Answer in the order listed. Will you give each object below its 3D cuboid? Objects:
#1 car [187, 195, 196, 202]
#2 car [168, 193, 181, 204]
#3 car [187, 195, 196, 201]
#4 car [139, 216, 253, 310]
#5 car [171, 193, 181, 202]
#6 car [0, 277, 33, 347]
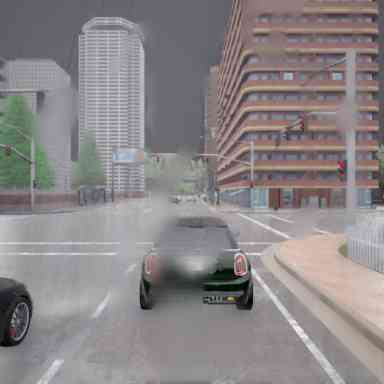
[{"bbox_3d":[-0.168,1.519,76.386,1.812,1.442,4.674,0,0,0],"label":"car"},{"bbox_3d":[-3.540,1.492,63.567,2.128,1.511,4.902,0,0,0],"label":"car"},{"bbox_3d":[-0.188,1.507,85.386,2.128,1.511,4.902,0,0,0],"label":"car"},{"bbox_3d":[0.096,1.352,7.978,2.097,1.767,4.553,0,0,1],"label":"car"},{"bbox_3d":[-3.668,1.219,76.127,2.150,2.045,5.566,0,0,0],"label":"car"},{"bbox_3d":[-3.433,1.526,3.358,1.812,1.442,4.674,0,0,0],"label":"car"}]
